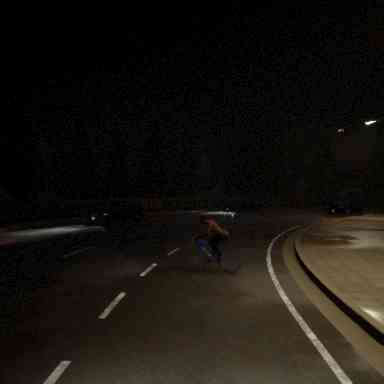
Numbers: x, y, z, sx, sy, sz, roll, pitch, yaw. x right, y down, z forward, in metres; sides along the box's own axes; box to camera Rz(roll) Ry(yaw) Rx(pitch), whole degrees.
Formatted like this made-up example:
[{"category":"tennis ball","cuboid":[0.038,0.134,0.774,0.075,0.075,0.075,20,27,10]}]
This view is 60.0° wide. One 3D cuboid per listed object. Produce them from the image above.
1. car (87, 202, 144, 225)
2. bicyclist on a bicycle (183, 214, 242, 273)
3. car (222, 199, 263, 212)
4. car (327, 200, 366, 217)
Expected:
[{"category":"car","cuboid":[-5.441,1.492,24.256,2.128,1.511,4.902,0,0,27]},{"category":"bicyclist on a bicycle","cuboid":[0.540,1.445,9.252,1.656,1.620,0.582,-2,0,8]},{"category":"car","cuboid":[6.016,1.546,38.744,5.357,1.411,2.033,0,0,-39]},{"category":"car","cuboid":[14.820,1.525,31.876,4.674,1.442,1.812,0,0,-36]}]
